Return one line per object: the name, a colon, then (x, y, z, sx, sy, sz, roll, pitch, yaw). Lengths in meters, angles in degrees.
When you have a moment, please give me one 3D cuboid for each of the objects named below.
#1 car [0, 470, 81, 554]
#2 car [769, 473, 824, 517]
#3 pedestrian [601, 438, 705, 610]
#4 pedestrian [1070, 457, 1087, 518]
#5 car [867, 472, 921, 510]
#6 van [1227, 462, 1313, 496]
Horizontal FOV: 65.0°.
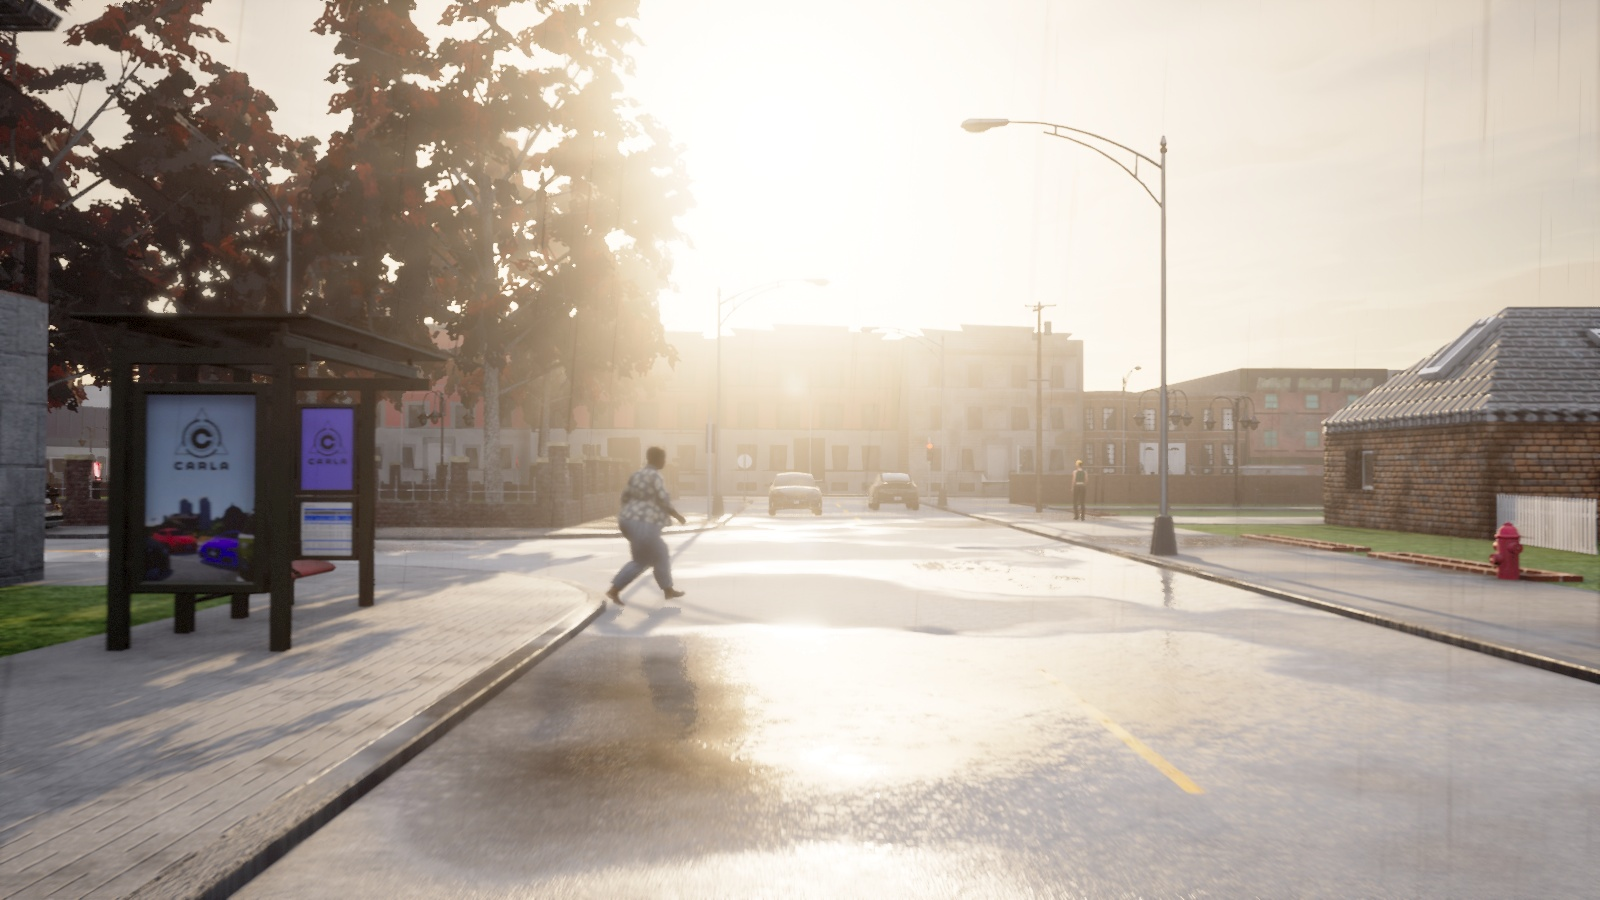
car: (-17.785, 1.248, 25.791, 4.856, 1.649, 2.033, 0, -1, -3)
car: (-0.190, 1.581, 45.443, 1.837, 1.490, 4.892, 0, -1, -2)
pedestrian: (-1.669, 0.809, 14.184, 0.900, 1.855, 0.874, 0, -1, -28)
pedestrian: (8.453, 1.128, 38.102, 0.345, 1.836, 0.594, 0, -1, -5)
car: (3.864, 1.676, 52.113, 1.837, 1.490, 4.892, 0, -1, 0)
van: (28.118, 1.713, 75.158, 4.442, 1.987, 1.775, 0, -1, 0)
